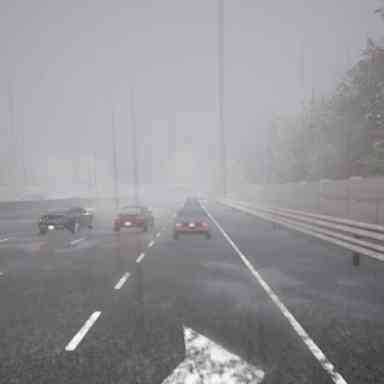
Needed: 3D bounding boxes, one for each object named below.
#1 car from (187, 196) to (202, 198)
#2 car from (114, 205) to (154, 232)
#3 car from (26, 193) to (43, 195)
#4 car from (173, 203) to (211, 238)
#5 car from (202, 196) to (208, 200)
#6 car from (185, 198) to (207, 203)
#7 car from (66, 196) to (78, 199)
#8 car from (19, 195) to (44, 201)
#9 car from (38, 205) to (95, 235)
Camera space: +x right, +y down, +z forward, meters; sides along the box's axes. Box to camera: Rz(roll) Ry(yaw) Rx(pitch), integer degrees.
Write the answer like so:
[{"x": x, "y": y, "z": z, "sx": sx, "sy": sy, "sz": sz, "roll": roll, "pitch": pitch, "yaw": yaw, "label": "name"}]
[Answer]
[{"x": -0.009, "y": 1.375, "z": 48.433, "sx": 2.097, "sy": 1.767, "sz": 4.553, "roll": 0, "pitch": 0, "yaw": 0, "label": "car"}, {"x": -3.406, "y": 1.517, "z": 19.989, "sx": 1.812, "sy": 1.442, "sz": 4.674, "roll": 0, "pitch": 0, "yaw": 0, "label": "car"}, {"x": -28.020, "y": 1.265, "z": 58.458, "sx": 2.150, "sy": 2.045, "sz": 5.566, "roll": 0, "pitch": 0, "yaw": 0, "label": "car"}, {"x": -0.004, "y": 1.539, "z": 17.495, "sx": 2.033, "sy": 1.411, "sz": 5.357, "roll": 0, "pitch": 0, "yaw": 0, "label": "car"}, {"x": 2.248, "y": 1.701, "z": 90.382, "sx": 1.882, "sy": 1.535, "sz": 5.008, "roll": 0, "pitch": -1, "yaw": 14, "label": "car"}, {"x": -0.003, "y": 1.544, "z": 29.845, "sx": 2.033, "sy": 1.411, "sz": 5.357, "roll": 0, "pitch": 0, "yaw": 0, "label": "car"}, {"x": -21.032, "y": 1.542, "z": 58.290, "sx": 1.837, "sy": 1.490, "sz": 4.892, "roll": 0, "pitch": 0, "yaw": 1, "label": "car"}, {"x": -24.527, "y": 1.554, "z": 50.343, "sx": 1.812, "sy": 1.442, "sz": 4.674, "roll": 0, "pitch": 0, "yaw": 0, "label": "car"}, {"x": -6.903, "y": 1.496, "z": 18.709, "sx": 1.837, "sy": 1.490, "sz": 4.892, "roll": 0, "pitch": 0, "yaw": 0, "label": "car"}]
